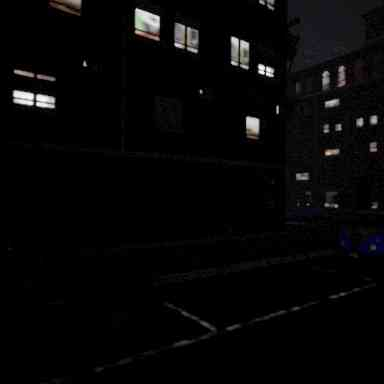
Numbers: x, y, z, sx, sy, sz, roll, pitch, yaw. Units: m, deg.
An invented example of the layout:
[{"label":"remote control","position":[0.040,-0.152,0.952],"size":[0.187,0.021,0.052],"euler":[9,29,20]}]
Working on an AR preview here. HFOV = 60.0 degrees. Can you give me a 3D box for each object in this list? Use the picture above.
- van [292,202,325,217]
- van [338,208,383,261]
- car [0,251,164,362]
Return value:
[{"label":"van","position":[14.241,2.080,40.904],"size":[1.690,1.788,3.998],"euler":[0,-1,-36]},{"label":"van","position":[6.696,1.453,11.470],"size":[3.998,1.788,1.690],"euler":[1,0,-35]},{"label":"car","position":[-2.415,1.589,4.835],"size":[4.206,1.307,1.802],"euler":[1,0,-35]}]
